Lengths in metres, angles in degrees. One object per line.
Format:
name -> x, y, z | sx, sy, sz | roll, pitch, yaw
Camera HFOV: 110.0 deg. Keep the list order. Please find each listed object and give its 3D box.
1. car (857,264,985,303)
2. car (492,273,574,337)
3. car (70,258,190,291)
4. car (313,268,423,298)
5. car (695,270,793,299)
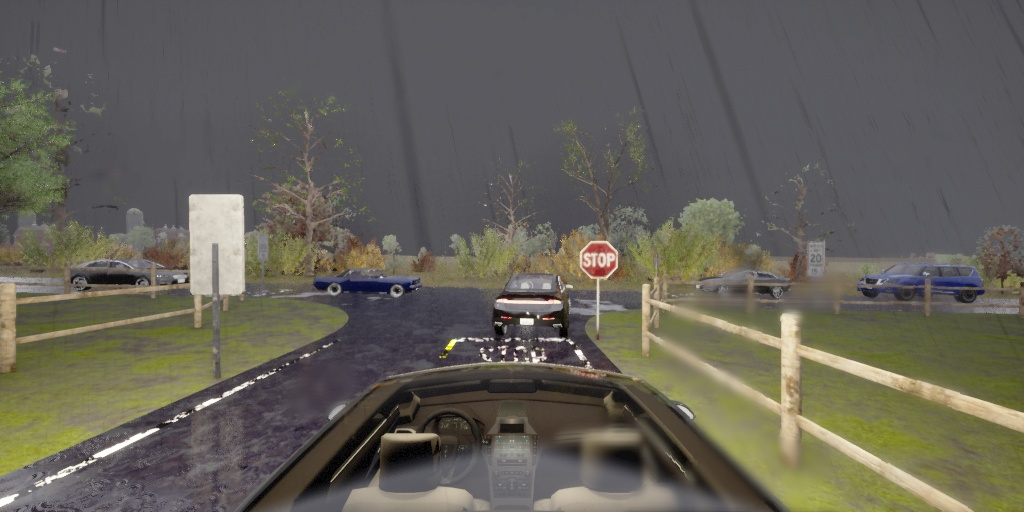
car -> 22.969, 1.467, 20.251 | 5.566, 2.045, 2.150 | 1, 1, 0
car -> 0.714, 1.239, 10.323 | 2.128, 1.511, 4.902 | 0, 0, 9
car -> -18.477, 0.885, 17.389 | 4.902, 1.511, 2.128 | 1, 1, 0
car -> -6.809, 1.248, 17.361 | 4.718, 1.301, 1.895 | 1, 1, 0
car -> 13.020, 1.525, 20.271 | 4.902, 1.511, 2.128 | 1, 1, 0
